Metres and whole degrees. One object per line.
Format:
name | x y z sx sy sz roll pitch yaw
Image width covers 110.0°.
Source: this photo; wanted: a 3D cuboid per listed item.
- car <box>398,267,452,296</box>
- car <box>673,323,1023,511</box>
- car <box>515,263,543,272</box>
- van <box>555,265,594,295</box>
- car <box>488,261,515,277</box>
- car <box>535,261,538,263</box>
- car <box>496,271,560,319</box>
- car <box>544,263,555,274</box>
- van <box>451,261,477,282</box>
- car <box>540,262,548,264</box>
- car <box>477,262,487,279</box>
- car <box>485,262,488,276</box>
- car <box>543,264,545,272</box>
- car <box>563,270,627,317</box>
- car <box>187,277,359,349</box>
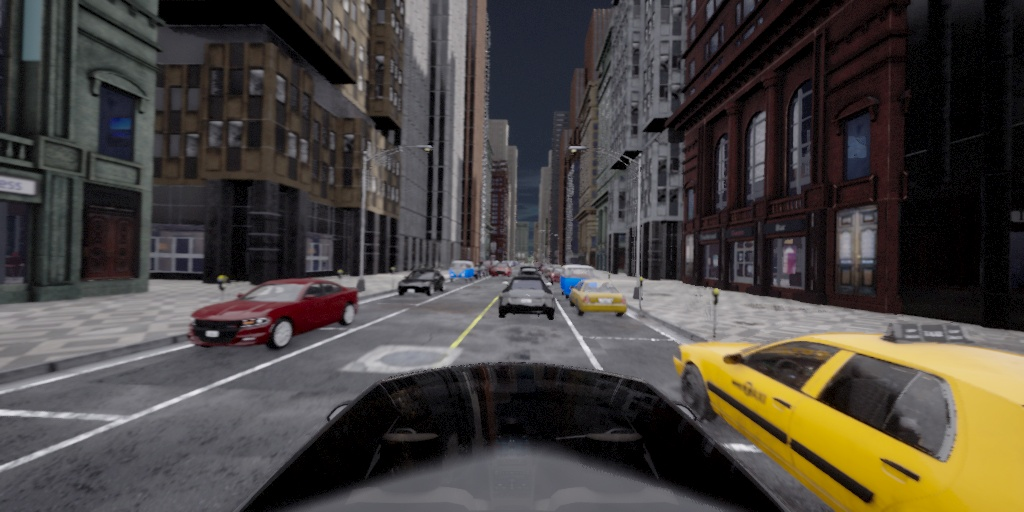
car | -4.982 1.421 20.255 1.948 1.339 4.313 0 0 3
car | 3.089 1.294 2.955 1.801 1.575 5.366 1 -1 3
car | 1.368 1.622 29.503 1.837 1.490 4.892 1 -1 3
van | 3.531 1.391 19.837 1.690 1.789 3.998 0 0 3
car | -1.142 1.553 41.447 2.097 1.767 4.553 1 -1 3
car | 5.793 1.965 64.867 2.192 1.841 5.009 0 0 3
car | 0.578 1.472 13.796 1.994 1.385 4.181 1 -1 3
car | 4.096 1.640 31.095 1.967 1.591 4.097 0 0 3
van | -4.416 1.346 31.513 1.690 1.789 3.998 0 0 3
car | 5.227 1.940 53.609 1.967 1.591 4.097 0 0 3
car | -4.133 1.646 37.142 1.948 1.339 4.313 0 0 3
car | -3.851 1.721 42.771 1.948 1.339 4.313 0 0 3
car | 4.388 1.800 36.893 1.751 1.417 4.829 0 0 3
car | 3.257 1.501 14.378 1.751 1.417 4.829 0 0 3
car | -5.547 1.252 8.997 1.888 1.381 4.507 0 0 3
